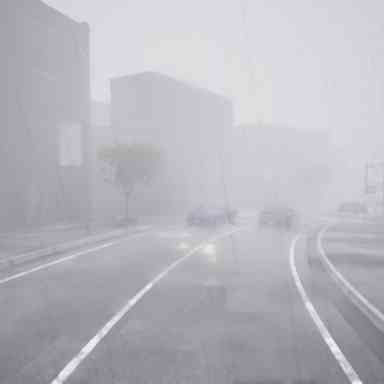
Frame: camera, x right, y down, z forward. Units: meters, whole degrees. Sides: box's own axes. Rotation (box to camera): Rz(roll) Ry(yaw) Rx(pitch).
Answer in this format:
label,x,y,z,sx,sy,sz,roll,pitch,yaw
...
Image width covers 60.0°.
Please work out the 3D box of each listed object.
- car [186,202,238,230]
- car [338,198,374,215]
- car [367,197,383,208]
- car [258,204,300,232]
label,x,y,z,sx,sy,sz,roll,pitch,yaw
car,1.337,1.363,20.578,1.882,1.535,5.008,2,1,26
car,17.923,1.693,36.834,2.128,1.511,4.902,5,3,44
car,27.742,1.535,51.219,4.902,1.511,2.128,0,4,-42
car,5.504,1.536,20.741,2.128,1.511,4.902,3,1,26
